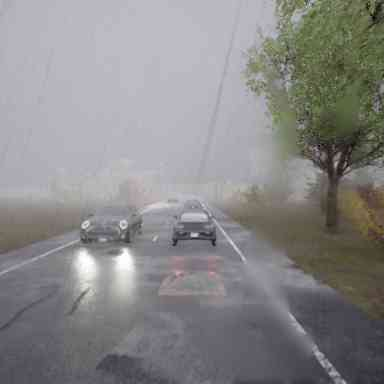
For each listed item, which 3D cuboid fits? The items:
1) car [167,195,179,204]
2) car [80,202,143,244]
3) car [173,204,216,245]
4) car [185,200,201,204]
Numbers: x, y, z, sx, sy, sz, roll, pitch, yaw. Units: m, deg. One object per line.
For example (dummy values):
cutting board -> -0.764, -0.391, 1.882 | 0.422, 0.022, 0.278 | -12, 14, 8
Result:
car -> -3.511, 1.352, 61.573 | 1.882, 1.535, 5.008 | 0, 0, 0
car -> -3.603, 1.332, 15.615 | 2.097, 1.767, 4.553 | 0, 0, 0
car -> 0.106, 1.506, 15.337 | 1.812, 1.442, 4.674 | 0, 0, 0
car -> 0.093, 1.495, 33.531 | 2.033, 1.411, 5.357 | 0, 0, 0
